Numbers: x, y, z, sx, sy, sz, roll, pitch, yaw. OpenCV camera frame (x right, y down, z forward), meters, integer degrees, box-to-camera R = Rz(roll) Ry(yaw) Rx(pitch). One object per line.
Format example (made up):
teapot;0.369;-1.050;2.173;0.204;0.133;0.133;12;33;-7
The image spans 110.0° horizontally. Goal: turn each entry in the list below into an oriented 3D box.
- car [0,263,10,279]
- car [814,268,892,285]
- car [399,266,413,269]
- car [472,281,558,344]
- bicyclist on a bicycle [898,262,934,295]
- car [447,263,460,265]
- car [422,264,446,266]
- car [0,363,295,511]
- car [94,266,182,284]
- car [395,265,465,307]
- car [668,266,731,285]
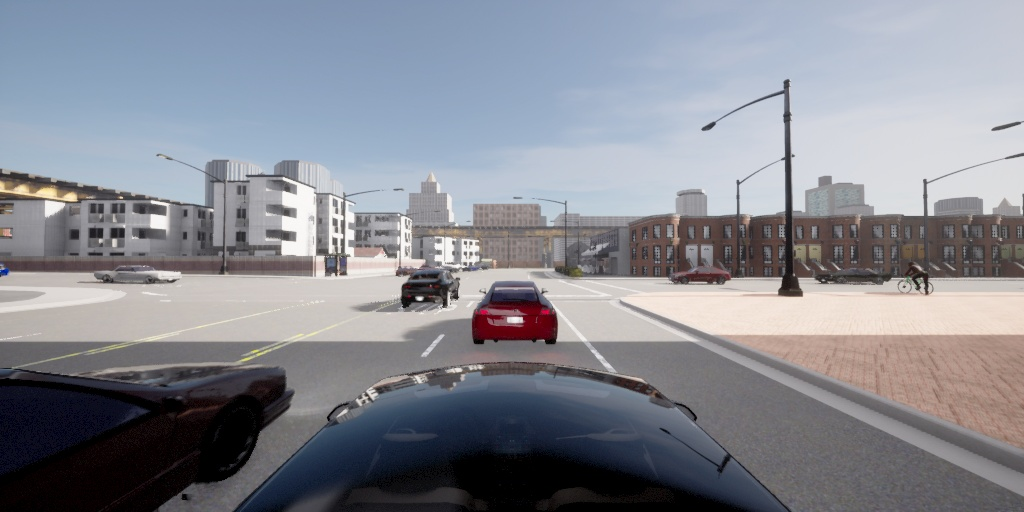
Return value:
car;-39.017;0.665;24.681;5.566;2.045;2.150;2;-2;-15
car;27.380;1.642;28.950;4.718;1.301;1.895;0;-1;1
car;-13.671;1.962;46.697;1.994;1.385;4.181;0;-1;2
car;0.054;1.347;9.656;1.994;1.385;4.181;0;0;0
bicyclist on a bicycle;20.347;1.128;18.119;0.582;1.620;1.656;0;-1;1
car;-9.702;2.179;55.743;1.895;1.301;4.718;0;-1;4
car;-10.184;1.989;46.217;1.895;1.301;4.718;0;-1;3
car;-3.397;1.298;1.598;2.033;1.411;5.357;0;0;0
car;-27.213;1.354;26.232;4.718;1.301;1.895;1;-1;-1
car;-3.456;1.343;15.837;1.837;1.490;4.892;0;0;0
car;15.238;1.572;29.195;4.674;1.442;1.812;0;-1;1
